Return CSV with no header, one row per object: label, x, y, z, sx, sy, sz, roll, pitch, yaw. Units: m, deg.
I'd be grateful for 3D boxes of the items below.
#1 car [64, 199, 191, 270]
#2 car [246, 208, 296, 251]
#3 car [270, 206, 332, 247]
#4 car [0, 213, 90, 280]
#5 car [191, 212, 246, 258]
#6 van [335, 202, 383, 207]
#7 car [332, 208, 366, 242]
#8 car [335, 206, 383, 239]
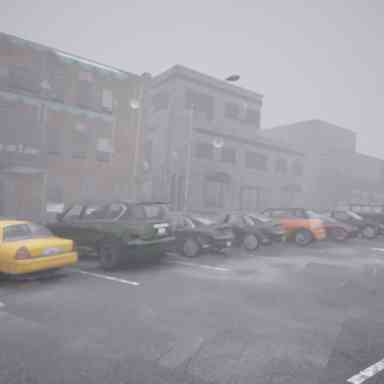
car,-3.097,1.277,11.417,5.566,2.045,2.435,-1,-1,35
car,1.718,1.629,14.791,4.892,1.521,2.231,0,-1,35
car,4.132,1.560,16.472,4.553,1.767,2.185,0,-1,35
car,-5.611,1.483,9.804,5.366,1.575,1.946,-1,-1,35
car,-0.678,1.574,13.092,4.892,1.521,2.231,-1,-1,35
van,11.205,1.676,21.635,4.442,1.987,1.878,0,-2,35
car,6.531,1.782,18.170,4.792,1.488,2.163,0,-2,35
car,8.895,1.823,19.880,5.008,1.535,2.097,0,-2,35
